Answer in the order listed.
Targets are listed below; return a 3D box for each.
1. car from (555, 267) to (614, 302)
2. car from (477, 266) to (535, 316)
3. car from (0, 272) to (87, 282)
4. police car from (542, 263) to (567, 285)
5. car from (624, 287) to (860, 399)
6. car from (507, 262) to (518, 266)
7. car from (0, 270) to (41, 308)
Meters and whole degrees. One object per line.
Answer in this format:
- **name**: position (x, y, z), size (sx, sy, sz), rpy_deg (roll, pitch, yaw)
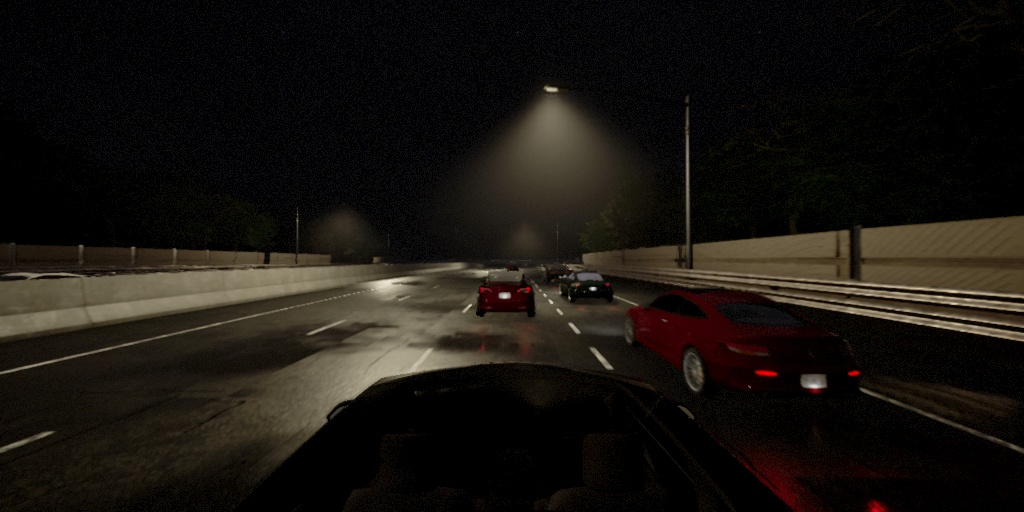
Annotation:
- **car**: position (3.496, 1.387, 17.472), size (1.994, 1.385, 4.181), rpy_deg (0, 0, 0)
- **car**: position (-0.182, 1.299, 13.570), size (2.163, 1.488, 4.792), rpy_deg (0, 0, 1)
- **car**: position (-17.600, 1.317, 13.019), size (1.812, 1.442, 4.674), rpy_deg (0, 0, 0)
- **police car**: position (3.495, 1.363, 28.596), size (1.930, 1.638, 5.238), rpy_deg (0, -1, 0)
- **car**: position (3.498, 1.287, 6.458), size (1.812, 1.442, 4.674), rpy_deg (0, 0, 0)
- **car**: position (0.074, 1.894, 60.996), size (1.882, 1.535, 5.008), rpy_deg (0, -1, 0)
- **car**: position (-21.099, 1.317, 13.023), size (1.812, 1.442, 4.674), rpy_deg (0, 0, 0)
